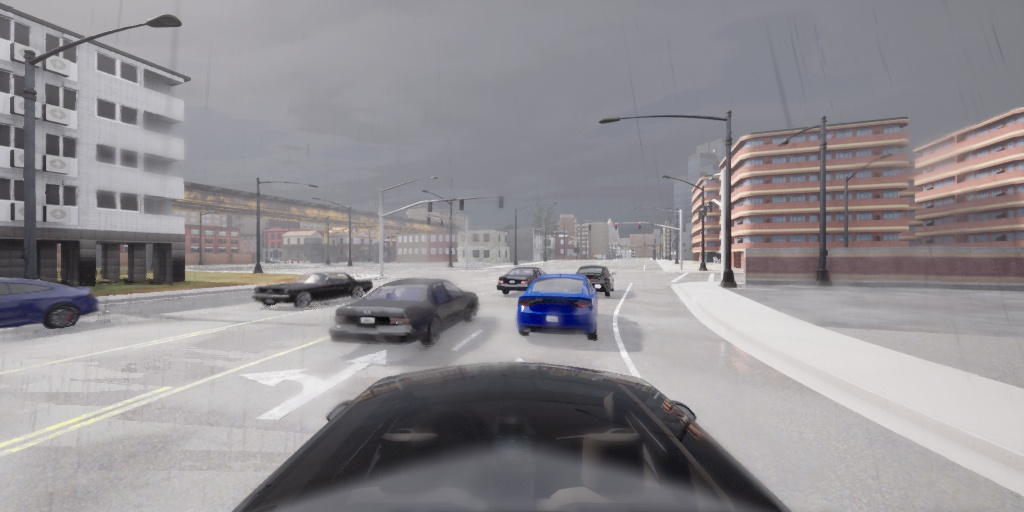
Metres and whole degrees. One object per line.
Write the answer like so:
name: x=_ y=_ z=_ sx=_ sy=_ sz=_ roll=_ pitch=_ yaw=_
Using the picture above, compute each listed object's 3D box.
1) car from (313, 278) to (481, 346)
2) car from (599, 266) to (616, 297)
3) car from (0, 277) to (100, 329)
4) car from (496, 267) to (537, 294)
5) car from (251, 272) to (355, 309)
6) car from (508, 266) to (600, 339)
car: x=-2.351 y=1.297 z=9.429 sx=2.033 sy=1.411 sz=5.357 roll=0 pitch=0 yaw=10
car: x=4.392 y=1.255 z=19.157 sx=1.837 sy=1.490 sz=4.892 roll=0 pitch=0 yaw=19
car: x=-13.327 y=1.276 z=8.660 sx=1.812 sy=1.442 sz=4.674 roll=0 pitch=0 yaw=10
car: x=0.875 y=1.297 z=19.709 sx=2.033 sy=1.411 sz=5.357 roll=0 pitch=0 yaw=20
car: x=-8.268 y=1.351 z=15.305 sx=1.895 sy=1.301 sz=4.718 roll=0 pitch=0 yaw=17
car: x=1.473 y=1.228 z=10.232 sx=1.882 sy=1.535 sz=5.008 roll=0 pitch=0 yaw=14
